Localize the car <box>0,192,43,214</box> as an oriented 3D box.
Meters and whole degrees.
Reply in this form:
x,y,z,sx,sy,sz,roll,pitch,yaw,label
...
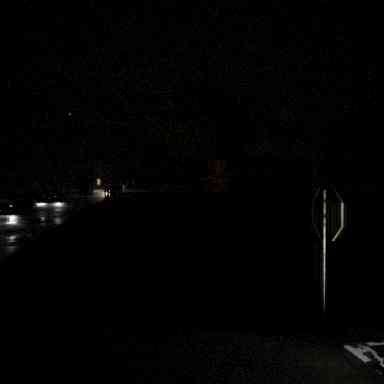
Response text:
x,y,z,sx,sy,sz,roll,pitch,yaw,label
-12.653,0.712,23.702,2.033,1.411,5.357,0,2,-10,car

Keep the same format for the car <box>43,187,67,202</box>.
x,y,z,sx,sy,sz,roll,pitch,yaw,label
-14.644,0.269,35.557,1.837,1.490,4.892,0,2,-9,car
